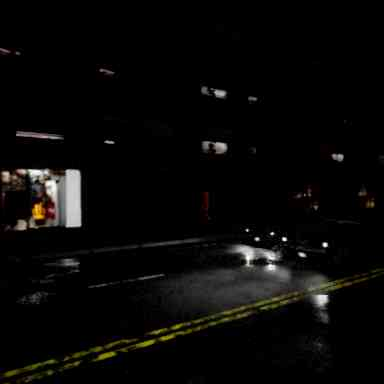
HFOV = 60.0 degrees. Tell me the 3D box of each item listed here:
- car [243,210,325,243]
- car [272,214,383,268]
[{"bbox_3d":[4.817,1.525,15.069,5.357,1.411,2.033,0,0,-35],"label":"car"},{"bbox_3d":[5.122,1.581,11.300,4.718,1.301,1.895,0,0,-35],"label":"car"}]
